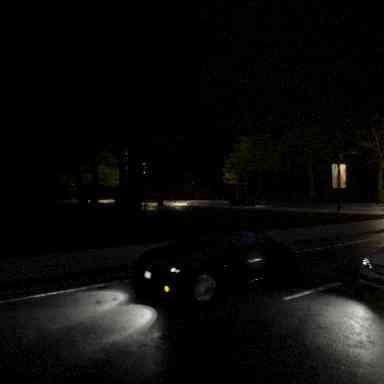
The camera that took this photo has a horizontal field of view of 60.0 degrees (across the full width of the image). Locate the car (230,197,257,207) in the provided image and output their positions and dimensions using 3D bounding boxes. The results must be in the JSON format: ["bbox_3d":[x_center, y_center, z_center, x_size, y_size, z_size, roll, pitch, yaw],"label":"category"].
[{"bbox_3d":[9.170,1.921,62.333,1.882,1.535,5.008,-1,0,-35],"label":"car"}]

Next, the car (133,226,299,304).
[{"bbox_3d":[0.695,1.554,8.174,4.181,1.385,1.994,0,0,-36],"label":"car"}]

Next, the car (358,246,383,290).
[{"bbox_3d":[5.839,1.508,7.854,4.674,1.442,1.812,0,0,-36],"label":"car"}]

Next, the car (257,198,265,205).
[{"bbox_3d":[11.825,1.726,64.224,2.097,1.767,4.553,-2,0,-35],"label":"car"}]
